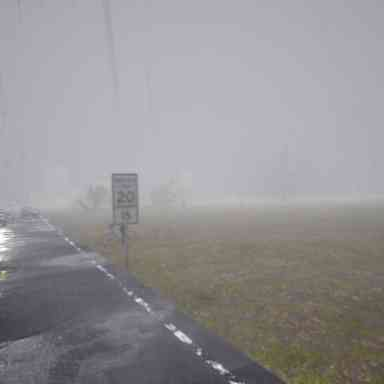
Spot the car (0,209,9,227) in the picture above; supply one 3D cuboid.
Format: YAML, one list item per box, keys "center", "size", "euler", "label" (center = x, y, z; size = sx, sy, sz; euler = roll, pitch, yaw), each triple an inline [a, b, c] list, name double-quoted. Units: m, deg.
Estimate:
- center: [-17.245, 2.266, 29.272]
  size: [2.128, 1.511, 4.902]
  euler: [-1, -1, -27]
  label: "car"

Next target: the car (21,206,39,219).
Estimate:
- center: [-19.926, 2.566, 40.878]
  size: [1.895, 1.301, 4.718]
  euler: [-1, -1, -27]
  label: "car"

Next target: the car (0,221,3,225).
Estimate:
- center: [-10.552, 1.982, 16.231]
  size: [1.812, 1.442, 4.674]
  euler: [-1, 0, -27]
  label: "car"

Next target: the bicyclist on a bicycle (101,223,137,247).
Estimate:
- center: [-3.347, 1.695, 15.272]
  size: [1.656, 1.620, 0.582]
  euler: [-2, 0, -27]
  label: "bicyclist on a bicycle"

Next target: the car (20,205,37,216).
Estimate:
- center: [-24.451, 2.740, 49.665]
  size: [2.033, 1.411, 5.357]
  euler: [-1, -1, -28]
  label: "car"
